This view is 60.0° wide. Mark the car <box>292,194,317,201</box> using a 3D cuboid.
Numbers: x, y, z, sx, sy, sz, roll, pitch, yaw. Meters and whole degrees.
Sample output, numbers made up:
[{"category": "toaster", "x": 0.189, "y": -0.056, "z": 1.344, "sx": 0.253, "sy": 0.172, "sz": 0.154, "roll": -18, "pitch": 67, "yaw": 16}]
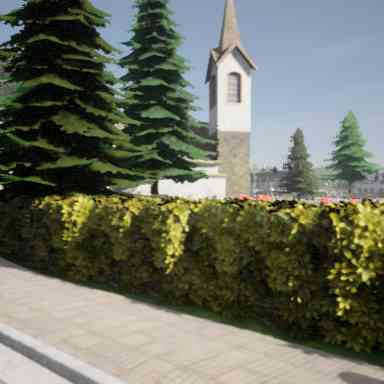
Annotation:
[{"category": "car", "x": 24.600, "y": 1.170, "z": 73.756, "sx": 4.514, "sy": 1.523, "sz": 2.007, "roll": 1, "pitch": 0, "yaw": 35}]

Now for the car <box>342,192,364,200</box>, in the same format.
[{"category": "car", "x": 39.451, "y": 1.203, "z": 81.633, "sx": 3.633, "sy": 1.501, "sz": 1.845, "roll": 1, "pitch": 0, "yaw": 35}]
